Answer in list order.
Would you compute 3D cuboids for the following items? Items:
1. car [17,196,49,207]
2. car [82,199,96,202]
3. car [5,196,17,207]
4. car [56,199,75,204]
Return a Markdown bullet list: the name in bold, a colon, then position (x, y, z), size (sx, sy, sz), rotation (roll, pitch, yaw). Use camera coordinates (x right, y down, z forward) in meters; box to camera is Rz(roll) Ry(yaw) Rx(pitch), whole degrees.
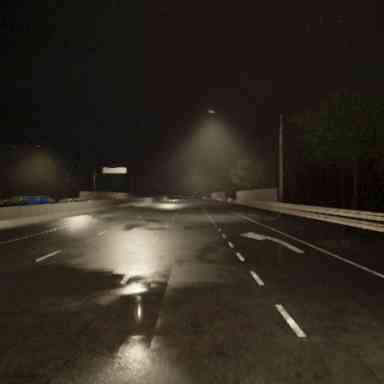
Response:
- **car**: position (-24.594, 1.642, 52.368), size (2.150, 2.045, 5.566), rotation (0, 0, 1)
- **car**: position (-17.586, 1.951, 56.708), size (2.128, 1.511, 4.902), rotation (0, 0, 0)
- **car**: position (-28.083, 1.657, 54.146), size (2.150, 2.045, 5.566), rotation (0, 0, 1)
- **car**: position (-21.092, 1.941, 55.664), size (2.128, 1.511, 4.902), rotation (0, 0, 1)
